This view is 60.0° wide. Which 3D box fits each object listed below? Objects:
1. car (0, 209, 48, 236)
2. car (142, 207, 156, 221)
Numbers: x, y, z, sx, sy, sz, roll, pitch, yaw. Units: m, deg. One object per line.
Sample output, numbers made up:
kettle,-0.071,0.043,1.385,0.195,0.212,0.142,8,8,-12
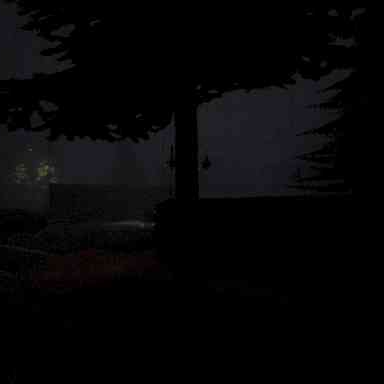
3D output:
car,-10.348,1.691,17.919,2.128,1.511,4.902,-1,0,38
car,-2.170,1.675,29.062,1.882,1.535,5.008,-1,-1,36
